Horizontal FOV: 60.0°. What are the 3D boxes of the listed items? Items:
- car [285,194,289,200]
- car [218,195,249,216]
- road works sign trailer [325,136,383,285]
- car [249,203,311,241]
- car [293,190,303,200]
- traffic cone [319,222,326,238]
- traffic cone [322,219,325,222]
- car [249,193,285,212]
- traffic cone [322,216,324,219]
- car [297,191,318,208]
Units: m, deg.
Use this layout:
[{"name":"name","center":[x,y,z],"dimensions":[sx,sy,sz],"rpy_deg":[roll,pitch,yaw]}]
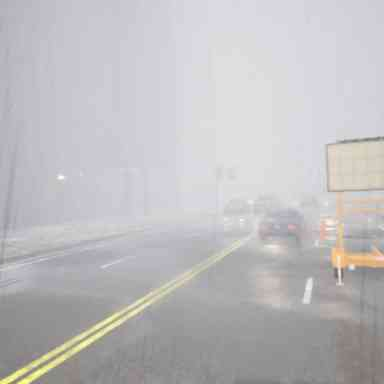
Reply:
[{"name":"car","center":[20.568,1.087,74.161],"dimensions":[1.882,1.535,5.008],"rpy_deg":[-3,0,22]},{"name":"car","center":[4.698,1.487,34.829],"dimensions":[2.097,1.767,4.553],"rpy_deg":[-3,-1,22]},{"name":"road works sign trailer","center":[4.874,0.360,8.783],"dimensions":[2.380,3.560,2.880],"rpy_deg":[-3,-1,22]},{"name":"car","center":[4.565,1.530,16.525],"dimensions":[2.033,1.411,5.357],"rpy_deg":[-3,-1,22]},{"name":"car","center":[23.560,0.702,72.925],"dimensions":[2.150,2.045,5.566],"rpy_deg":[-3,0,22]},{"name":"traffic cone","center":[6.187,1.866,15.776],"dimensions":[0.340,0.580,0.340],"rpy_deg":[-3,-1,22]},{"name":"traffic cone","center":[6.932,1.852,17.632],"dimensions":[0.340,0.580,0.340],"rpy_deg":[-3,-1,22]},{"name":"car","center":[7.629,1.224,33.436],"dimensions":[2.150,2.045,5.566],"rpy_deg":[-3,0,22]},{"name":"traffic cone","center":[7.676,1.838,19.488],"dimensions":[0.340,0.580,0.340],"rpy_deg":[-3,-1,22]},{"name":"car","center":[15.279,1.125,43.253],"dimensions":[2.097,1.767,4.553],"rpy_deg":[-3,-1,22]}]
